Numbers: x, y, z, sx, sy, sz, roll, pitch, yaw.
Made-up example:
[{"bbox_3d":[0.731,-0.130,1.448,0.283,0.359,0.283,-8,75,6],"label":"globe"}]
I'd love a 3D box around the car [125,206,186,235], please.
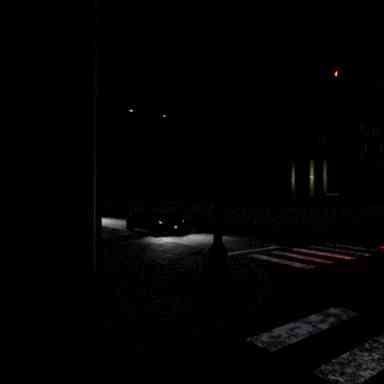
[{"bbox_3d":[-2.224,1.531,19.059,1.812,1.442,4.674,0,0,-37],"label":"car"}]

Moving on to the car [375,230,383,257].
[{"bbox_3d":[7.954,1.528,9.580,4.674,1.442,1.812,0,0,21],"label":"car"}]
